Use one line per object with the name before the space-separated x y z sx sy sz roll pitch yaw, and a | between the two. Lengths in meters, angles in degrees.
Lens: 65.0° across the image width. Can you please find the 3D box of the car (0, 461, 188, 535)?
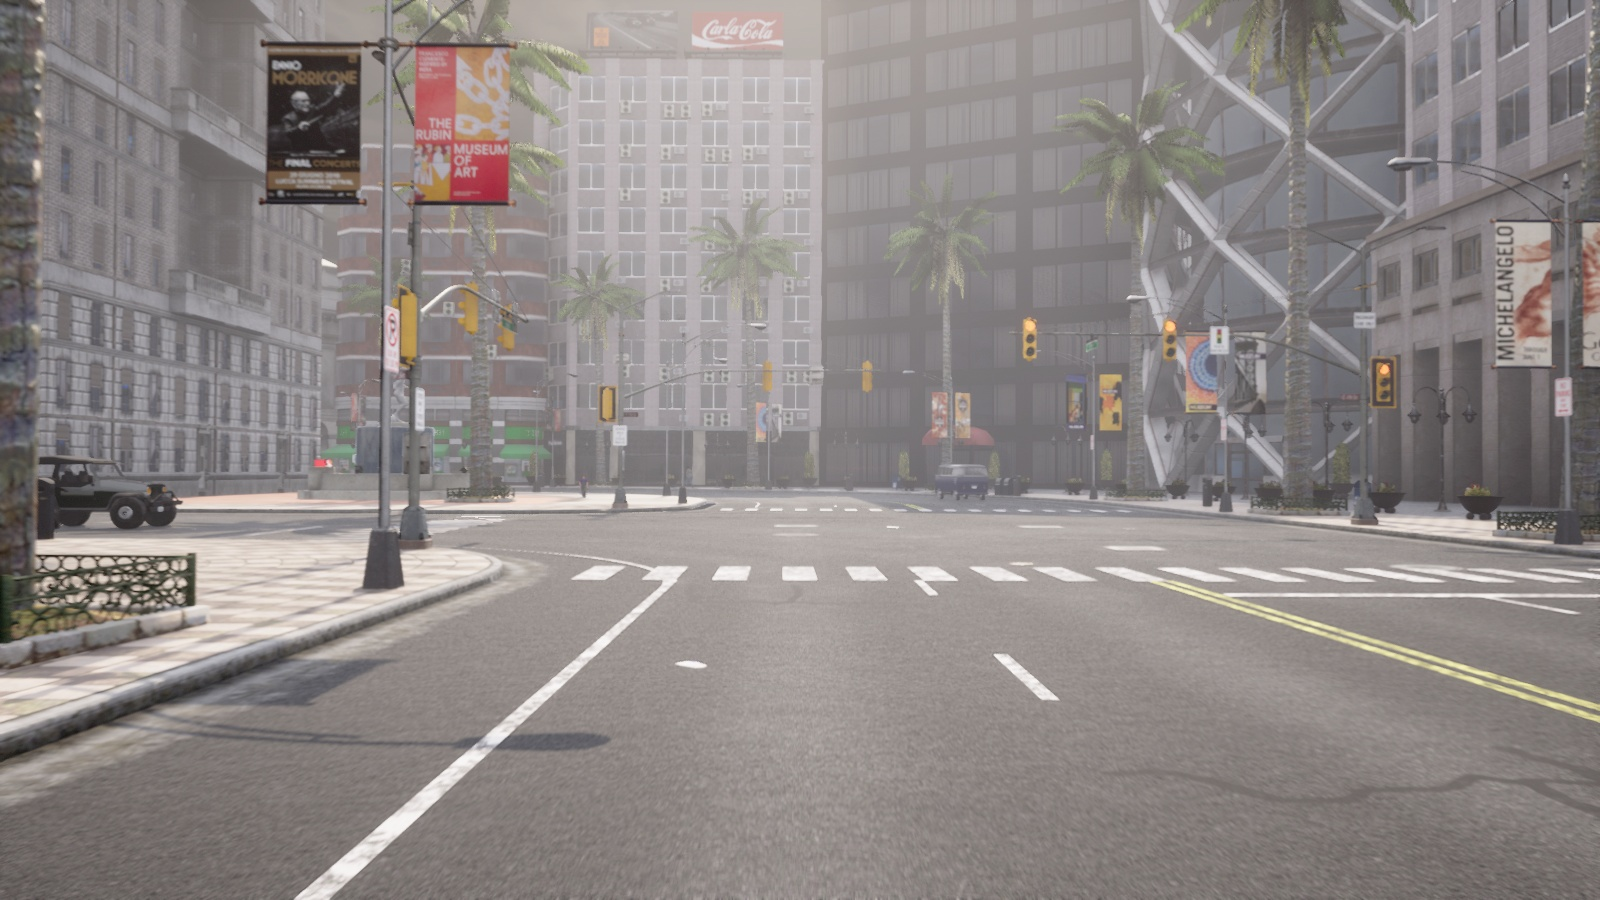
car | -18.518 1.239 33.084 3.866 1.878 1.905 0 -1 0

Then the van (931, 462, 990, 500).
van | 8.814 1.693 69.276 1.775 1.987 4.442 0 -1 -14
